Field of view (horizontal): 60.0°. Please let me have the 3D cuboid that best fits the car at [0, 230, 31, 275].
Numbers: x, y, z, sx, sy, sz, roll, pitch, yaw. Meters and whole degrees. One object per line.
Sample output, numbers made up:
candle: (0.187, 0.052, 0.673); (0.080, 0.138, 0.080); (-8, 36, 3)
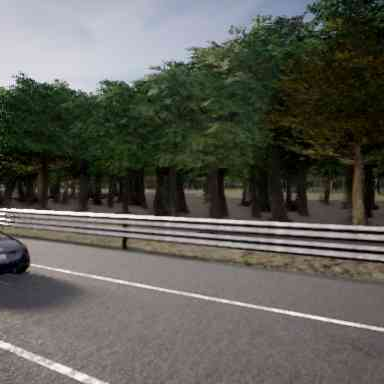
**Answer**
car: (-6.437, 1.584, 9.263); (4.181, 1.385, 1.994); (0, 0, 32)
